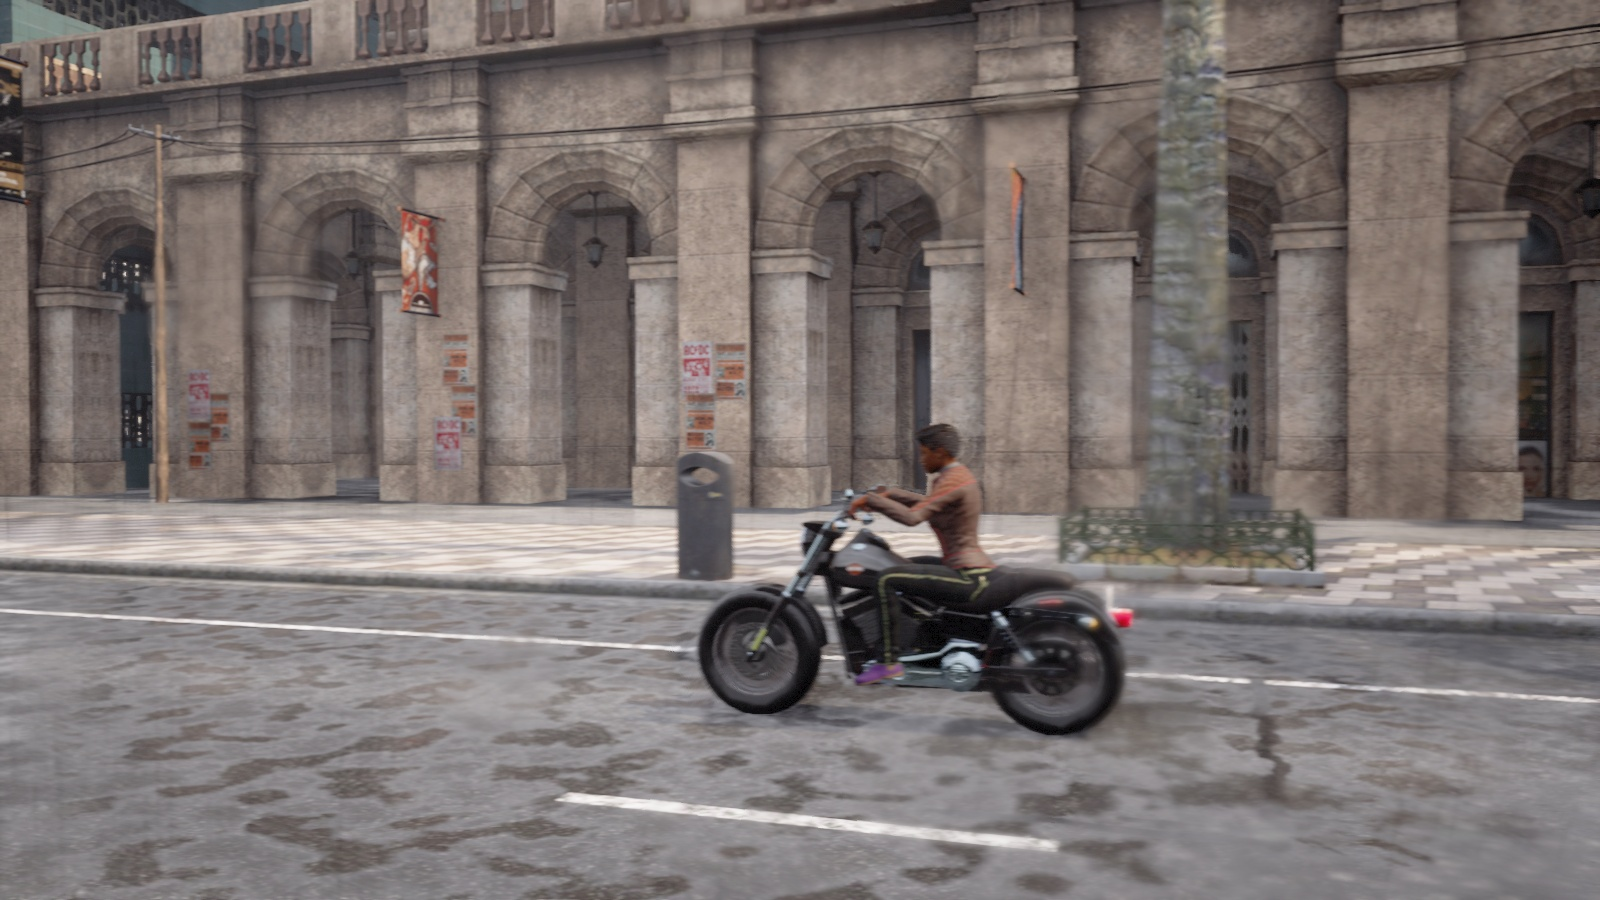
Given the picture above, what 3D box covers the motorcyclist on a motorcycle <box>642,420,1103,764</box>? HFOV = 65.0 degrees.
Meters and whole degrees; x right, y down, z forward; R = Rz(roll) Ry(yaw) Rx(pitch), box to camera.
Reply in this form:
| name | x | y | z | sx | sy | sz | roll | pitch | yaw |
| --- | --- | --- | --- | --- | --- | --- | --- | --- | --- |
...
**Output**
| name | x | y | z | sx | sy | sz | roll | pitch | yaw |
| --- | --- | --- | --- | --- | --- | --- | --- | --- | --- |
| motorcyclist on a motorcycle | 0.385 | 0.670 | 6.755 | 2.350 | 1.649 | 0.766 | 0 | 1 | 19 |
